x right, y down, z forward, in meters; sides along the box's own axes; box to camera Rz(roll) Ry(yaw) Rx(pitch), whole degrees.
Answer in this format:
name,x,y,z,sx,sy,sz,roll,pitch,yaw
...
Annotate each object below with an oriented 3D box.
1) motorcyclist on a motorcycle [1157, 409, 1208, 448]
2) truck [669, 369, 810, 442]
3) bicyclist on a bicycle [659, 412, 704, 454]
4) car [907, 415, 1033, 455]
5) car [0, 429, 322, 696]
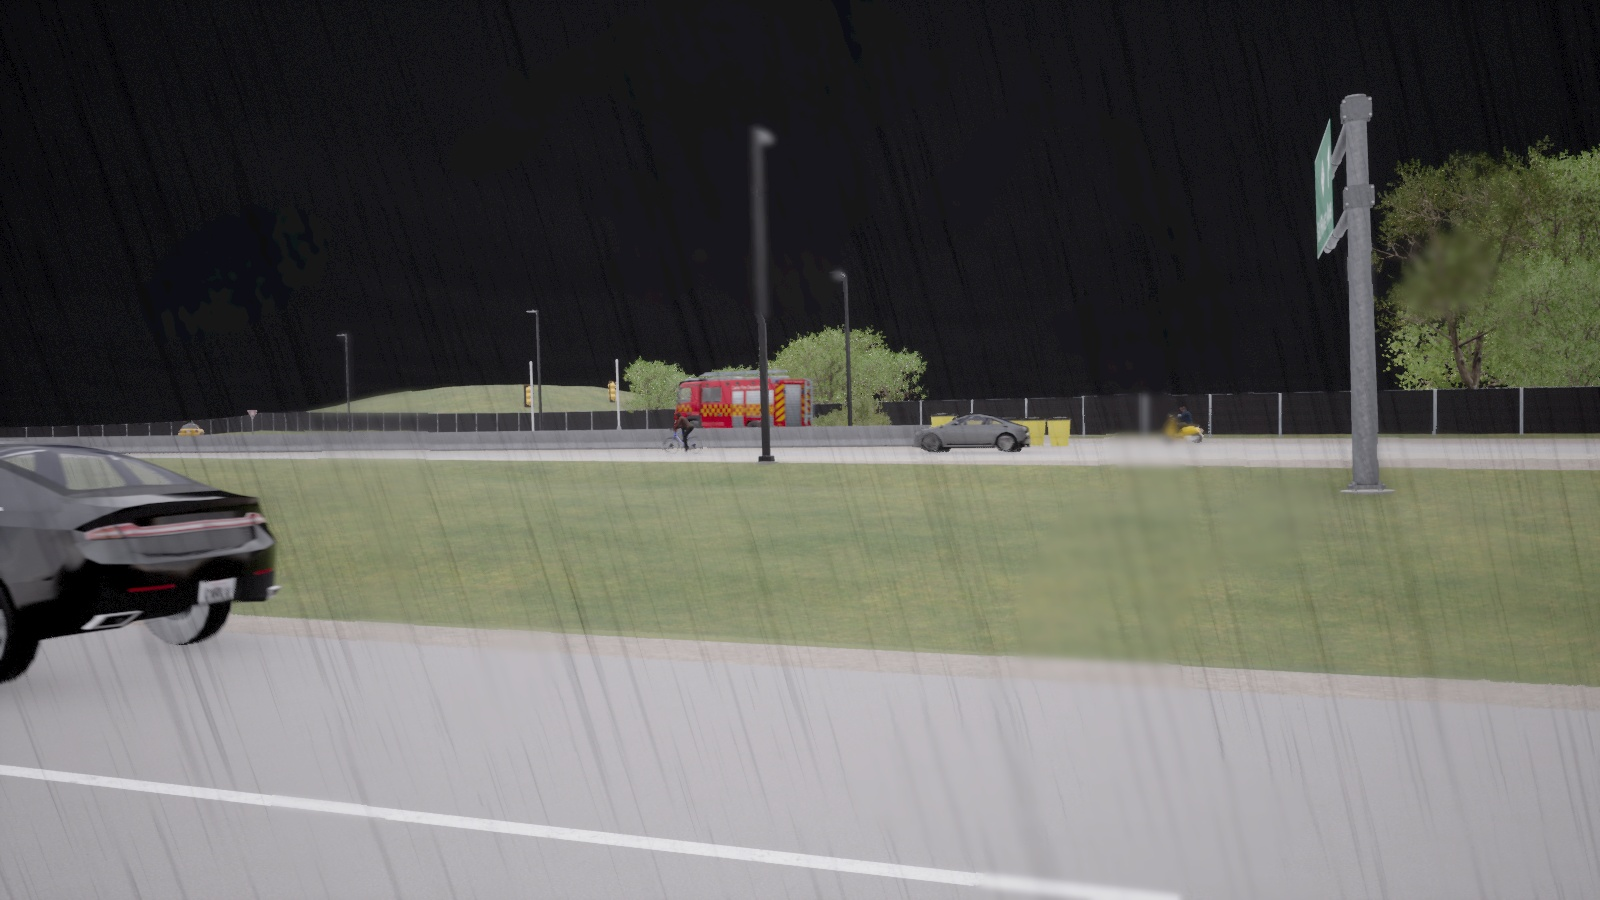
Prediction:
name,x,y,z,sx,sy,sz,roll,pitch,yaw
motorcyclist on a motorcycle,15.888,-0.894,52.180,1.817,1.590,0.866,1,2,39
truck,-3.470,-2.425,69.751,2.891,3.827,8.468,-2,2,-45
bicyclist on a bicycle,-4.636,-0.671,49.116,1.656,1.620,0.582,0,1,19
car,6.157,-0.543,45.356,4.181,1.385,1.994,0,1,19
car,-6.154,0.609,8.942,4.902,1.511,2.128,1,1,18
